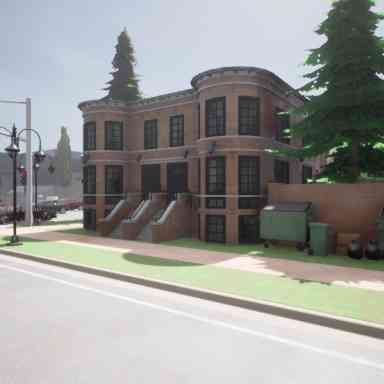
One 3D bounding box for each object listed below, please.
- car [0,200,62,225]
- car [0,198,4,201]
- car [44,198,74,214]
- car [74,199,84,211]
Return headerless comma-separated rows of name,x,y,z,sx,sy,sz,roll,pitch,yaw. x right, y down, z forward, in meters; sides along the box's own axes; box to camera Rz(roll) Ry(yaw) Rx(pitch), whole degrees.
car,-12.574,1.547,24.091,2.033,1.411,5.357,0,0,35
car,-20.189,1.352,31.957,2.097,1.767,4.553,0,0,35
car,-14.802,1.505,33.568,1.837,1.490,4.892,0,0,34
car,-14.974,1.478,39.563,1.882,1.535,5.008,0,0,33
